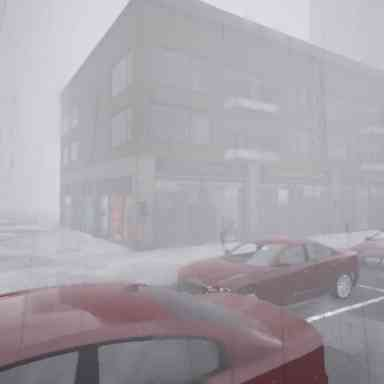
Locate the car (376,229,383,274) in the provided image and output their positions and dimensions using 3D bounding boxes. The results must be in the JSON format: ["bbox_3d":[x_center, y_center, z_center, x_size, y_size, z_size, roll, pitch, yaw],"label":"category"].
[{"bbox_3d":[6.465,1.769,10.225,4.206,1.307,1.802,1,-1,-32],"label":"car"}]

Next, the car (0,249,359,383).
[{"bbox_3d":[-1.200,1.512,2.266,5.008,1.535,1.882,1,-1,-32],"label":"car"}]

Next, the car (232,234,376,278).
[{"bbox_3d":[1.786,1.670,7.288,4.507,1.381,1.887,1,-1,-32],"label":"car"}]
